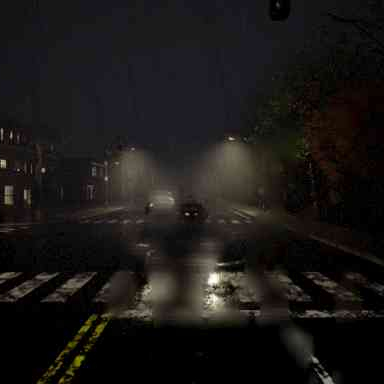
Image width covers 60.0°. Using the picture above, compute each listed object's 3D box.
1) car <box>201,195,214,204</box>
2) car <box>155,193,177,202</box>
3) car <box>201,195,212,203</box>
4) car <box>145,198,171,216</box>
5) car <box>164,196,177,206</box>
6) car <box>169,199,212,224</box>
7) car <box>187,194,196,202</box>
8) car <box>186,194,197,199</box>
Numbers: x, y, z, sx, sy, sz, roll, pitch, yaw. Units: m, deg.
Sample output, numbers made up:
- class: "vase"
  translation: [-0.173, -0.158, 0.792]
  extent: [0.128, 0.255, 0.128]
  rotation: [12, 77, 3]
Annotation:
- class: "car"
  translation: [3.208, 1.577, 63.245]
  extent: [1.895, 1.301, 4.718]
  rotation: [0, 0, 0]
- class: "car"
  translation: [-3.431, 1.206, 43.151]
  extent: [2.150, 2.045, 5.566]
  rotation: [0, 0, 0]
- class: "car"
  translation: [3.082, 1.494, 73.250]
  extent: [2.128, 1.511, 4.902]
  rotation: [0, 0, 0]
- class: "car"
  translation: [-3.414, 1.554, 32.750]
  extent: [1.994, 1.385, 4.181]
  rotation: [0, 0, 0]
- class: "car"
  translation: [-3.448, 1.485, 53.619]
  extent: [1.837, 1.490, 4.892]
  rotation: [0, 0, 0]
- class: "car"
  translation: [0.022, 1.540, 24.997]
  extent: [2.033, 1.411, 5.357]
  rotation: [0, 0, 8]
- class: "car"
  translation: [-0.170, 1.280, 73.117]
  extent: [1.882, 1.535, 5.008]
  rotation: [0, 0, 0]
- class: "car"
  translation: [-0.147, 1.481, 62.699]
  extent: [1.837, 1.490, 4.892]
  rotation: [0, 0, 0]
